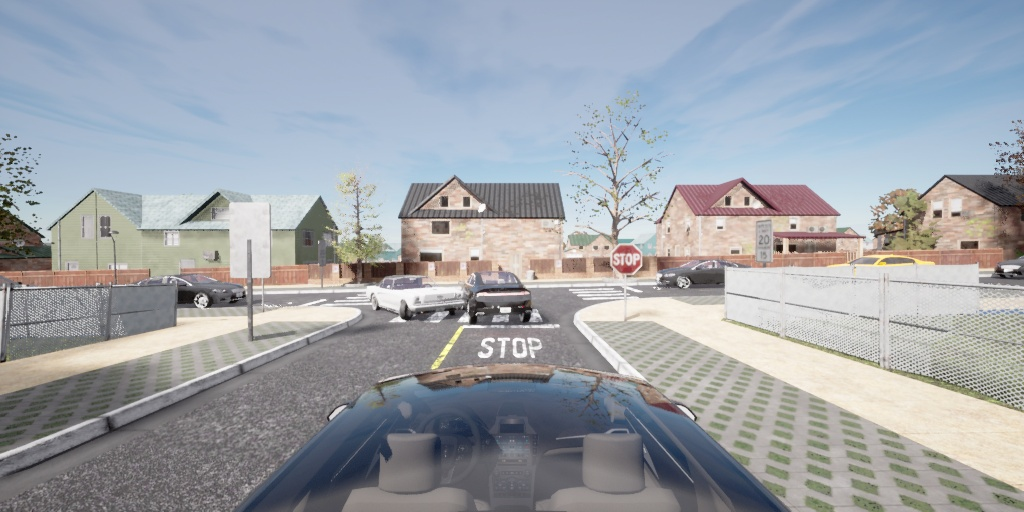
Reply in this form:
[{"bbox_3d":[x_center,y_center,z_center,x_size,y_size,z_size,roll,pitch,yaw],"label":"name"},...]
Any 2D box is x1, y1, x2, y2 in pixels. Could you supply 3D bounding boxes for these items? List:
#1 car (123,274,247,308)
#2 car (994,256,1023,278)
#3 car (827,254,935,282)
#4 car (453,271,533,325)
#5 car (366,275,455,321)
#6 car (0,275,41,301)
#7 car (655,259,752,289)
[{"bbox_3d":[-14.895,1.566,16.353,4.902,1.511,2.128,-1,1,0],"label":"car"},{"bbox_3d":[29.394,0.478,19.458,4.902,1.511,2.128,-1,1,0],"label":"car"},{"bbox_3d":[19.770,0.690,19.426,5.008,1.535,1.882,-1,1,-1],"label":"car"},{"bbox_3d":[-0.680,1.242,11.991,2.128,1.511,4.902,0,0,-12],"label":"car"},{"bbox_3d":[-3.597,1.368,12.852,1.895,1.301,4.718,0,0,-38],"label":"car"},{"bbox_3d":[-24.232,1.648,16.317,4.553,1.767,2.097,-1,1,0],"label":"car"},{"bbox_3d":[10.340,0.926,19.394,4.902,1.511,2.128,-1,1,0],"label":"car"}]
